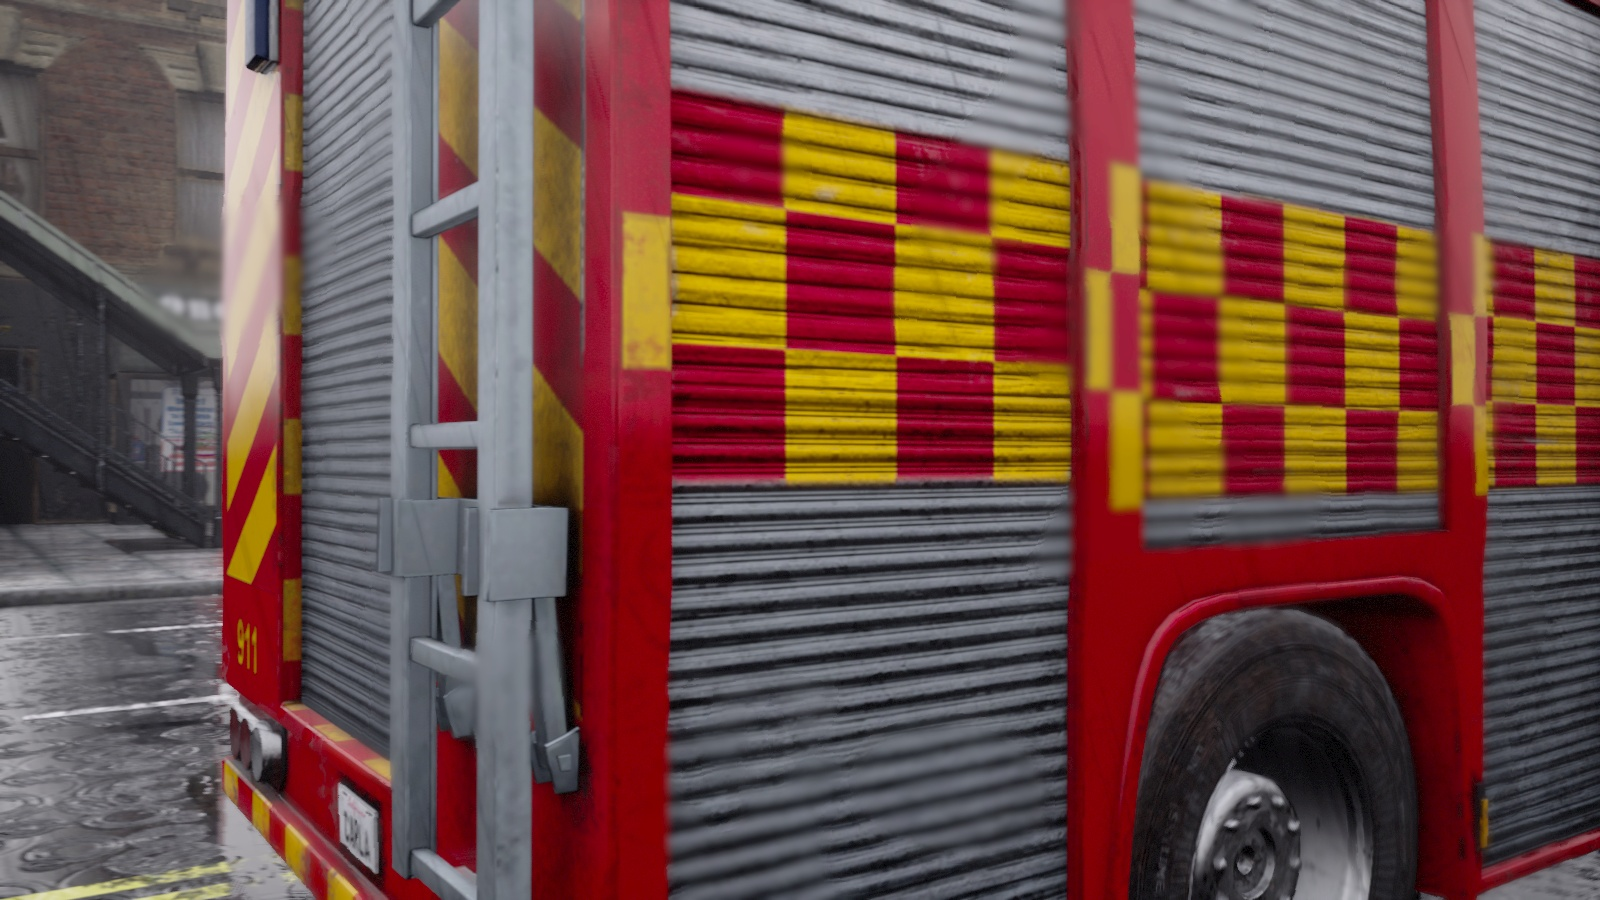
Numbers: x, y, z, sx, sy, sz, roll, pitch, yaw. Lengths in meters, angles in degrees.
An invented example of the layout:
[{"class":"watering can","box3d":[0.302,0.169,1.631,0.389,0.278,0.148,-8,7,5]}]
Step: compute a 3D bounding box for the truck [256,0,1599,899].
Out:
[{"class":"truck","box3d":[2.496,-0.412,5.401,8.468,3.827,2.891,0,0,-35]}]
